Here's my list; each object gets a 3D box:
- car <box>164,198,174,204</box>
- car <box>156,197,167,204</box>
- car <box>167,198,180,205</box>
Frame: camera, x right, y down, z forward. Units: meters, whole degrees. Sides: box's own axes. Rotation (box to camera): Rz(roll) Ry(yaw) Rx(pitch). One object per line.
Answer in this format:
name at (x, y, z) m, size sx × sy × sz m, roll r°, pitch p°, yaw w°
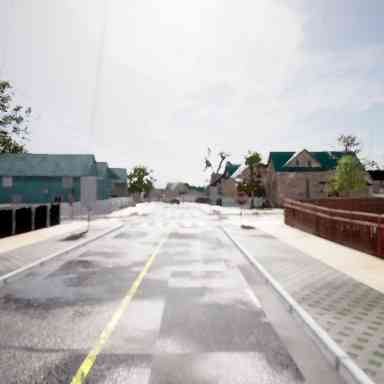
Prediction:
car at (-5.805, 2.258, 83.960) m, size 1.895 × 1.301 × 4.718 m, roll 0°, pitch -1°, yaw -12°
car at (-7.316, 1.785, 77.677) m, size 1.812 × 1.442 × 4.674 m, roll 0°, pitch -1°, yaw -10°
car at (-3.850, 2.085, 74.029) m, size 1.837 × 1.490 × 4.892 m, roll 0°, pitch -1°, yaw -10°
